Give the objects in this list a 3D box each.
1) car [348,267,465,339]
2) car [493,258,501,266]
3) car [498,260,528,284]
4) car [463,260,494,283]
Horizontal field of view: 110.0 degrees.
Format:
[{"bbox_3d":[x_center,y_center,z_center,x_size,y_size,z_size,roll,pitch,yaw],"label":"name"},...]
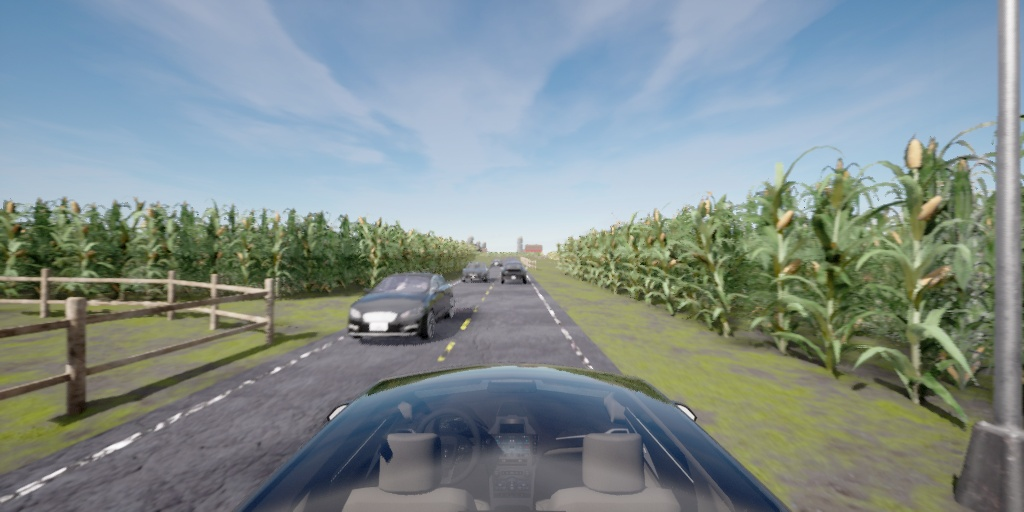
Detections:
[{"bbox_3d":[-2.822,1.233,10.068,2.128,1.511,4.902,0,0,0],"label":"car"},{"bbox_3d":[-2.585,1.159,62.045,2.128,1.511,4.902,0,0,1],"label":"car"},{"bbox_3d":[0.140,1.239,27.239,1.837,1.490,4.892,0,0,1],"label":"car"},{"bbox_3d":[-2.700,1.233,27.571,1.837,1.490,4.892,0,0,1],"label":"car"}]
